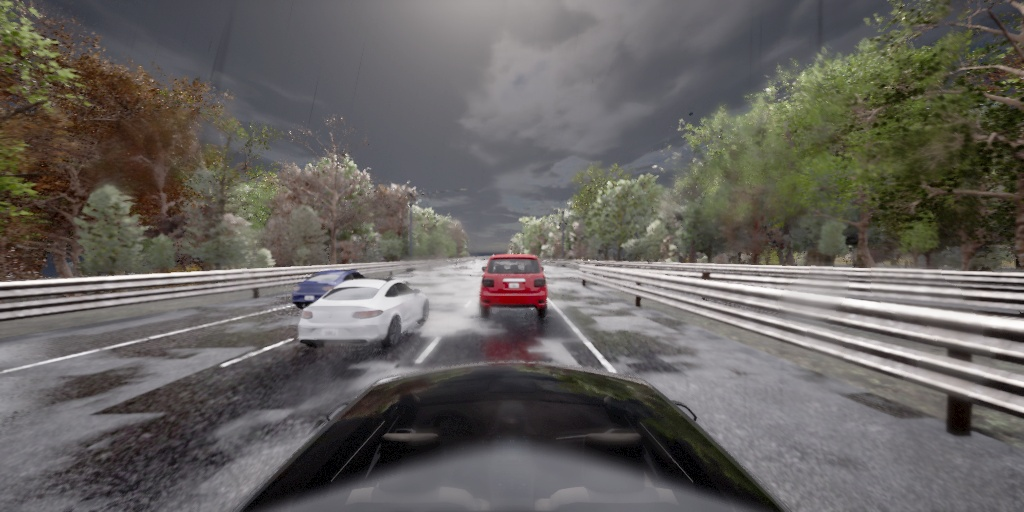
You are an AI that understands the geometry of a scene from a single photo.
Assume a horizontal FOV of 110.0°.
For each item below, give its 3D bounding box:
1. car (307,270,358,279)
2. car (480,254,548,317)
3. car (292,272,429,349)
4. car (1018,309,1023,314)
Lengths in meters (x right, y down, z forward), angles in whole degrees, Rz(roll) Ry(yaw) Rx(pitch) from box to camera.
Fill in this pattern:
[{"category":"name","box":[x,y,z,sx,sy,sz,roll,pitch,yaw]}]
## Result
[{"category":"car","box":[-6.972,1.270,14.607,1.812,1.442,4.674,0,0,0]},{"category":"car","box":[0.042,0.964,13.289,2.150,2.045,5.566,0,0,0]},{"category":"car","box":[-3.431,1.272,9.053,1.812,1.442,4.674,0,0,0]},{"category":"car","box":[15.301,1.345,7.589,2.033,1.411,5.357,0,0,-14]}]
